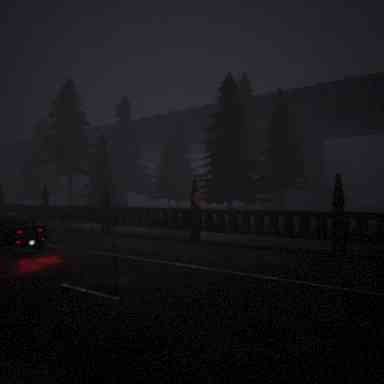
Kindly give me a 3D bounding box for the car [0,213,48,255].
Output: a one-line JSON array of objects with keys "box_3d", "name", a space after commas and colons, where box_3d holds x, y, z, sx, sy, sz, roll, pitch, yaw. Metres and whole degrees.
[{"box_3d": [-7.959, 1.648, 13.858, 4.892, 1.490, 1.837, 0, 0, 36], "name": "car"}]
